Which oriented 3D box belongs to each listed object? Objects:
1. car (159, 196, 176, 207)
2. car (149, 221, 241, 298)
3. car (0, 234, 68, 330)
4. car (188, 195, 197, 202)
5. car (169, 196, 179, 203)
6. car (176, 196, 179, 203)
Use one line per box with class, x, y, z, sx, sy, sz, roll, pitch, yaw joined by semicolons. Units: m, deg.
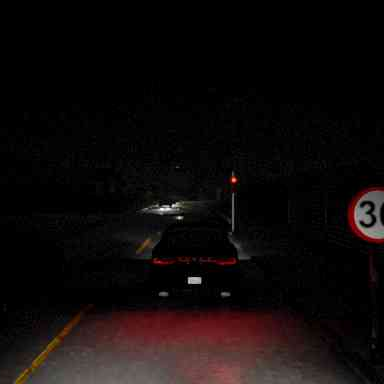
car;-3.965;1.491;50.921;2.128;1.511;4.902;0;0;0
car;0.073;1.478;8.600;1.882;1.535;5.008;0;0;1
car;-4.084;1.564;6.586;1.994;1.385;4.181;0;0;0
car;0.182;1.339;71.375;1.812;1.442;4.674;0;0;0
car;-3.818;1.595;71.286;1.895;1.301;4.718;0;0;0
car;-3.918;1.490;60.401;2.128;1.511;4.902;0;0;0
